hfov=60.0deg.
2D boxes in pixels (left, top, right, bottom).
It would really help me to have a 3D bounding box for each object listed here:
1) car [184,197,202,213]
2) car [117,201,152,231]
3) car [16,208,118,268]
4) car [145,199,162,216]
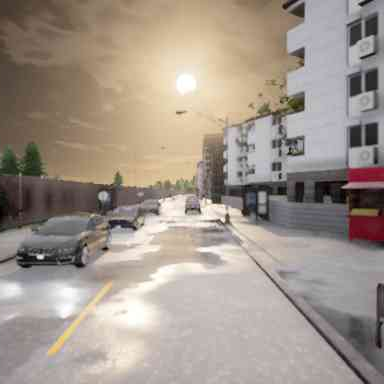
[{"bbox_3d":[0.095,1.574,37.553,2.033,1.411,5.357,0,0,0],"label":"car"},{"bbox_3d":[-4.088,1.563,21.192,2.033,1.411,5.357,0,0,0],"label":"car"},{"bbox_3d":[-4.092,1.513,11.417,1.837,1.490,4.892,0,0,0],"label":"car"},{"bbox_3d":[-4.068,1.530,33.225,1.837,1.490,4.892,0,0,1],"label":"car"}]
